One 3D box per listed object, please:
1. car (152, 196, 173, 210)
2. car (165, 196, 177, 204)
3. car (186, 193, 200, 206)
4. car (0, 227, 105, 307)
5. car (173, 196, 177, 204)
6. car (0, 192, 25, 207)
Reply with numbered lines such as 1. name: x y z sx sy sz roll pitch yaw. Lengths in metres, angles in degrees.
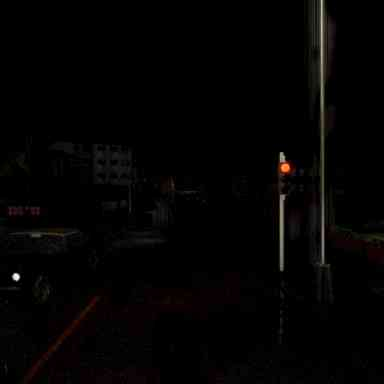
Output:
1. car: -4.031 1.491 43.064 2.128 1.511 4.902 0 0 0
2. car: -3.953 1.477 63.202 1.882 1.535 5.008 0 0 0
3. car: 0.190 1.217 55.394 2.150 2.045 5.566 0 -1 0
4. car: -3.738 1.601 8.111 1.895 1.301 4.718 0 0 3
5. car: -4.008 1.491 53.028 2.128 1.511 4.902 0 0 0
6. car: -19.702 0.985 34.984 1.905 1.878 3.866 0 0 35
